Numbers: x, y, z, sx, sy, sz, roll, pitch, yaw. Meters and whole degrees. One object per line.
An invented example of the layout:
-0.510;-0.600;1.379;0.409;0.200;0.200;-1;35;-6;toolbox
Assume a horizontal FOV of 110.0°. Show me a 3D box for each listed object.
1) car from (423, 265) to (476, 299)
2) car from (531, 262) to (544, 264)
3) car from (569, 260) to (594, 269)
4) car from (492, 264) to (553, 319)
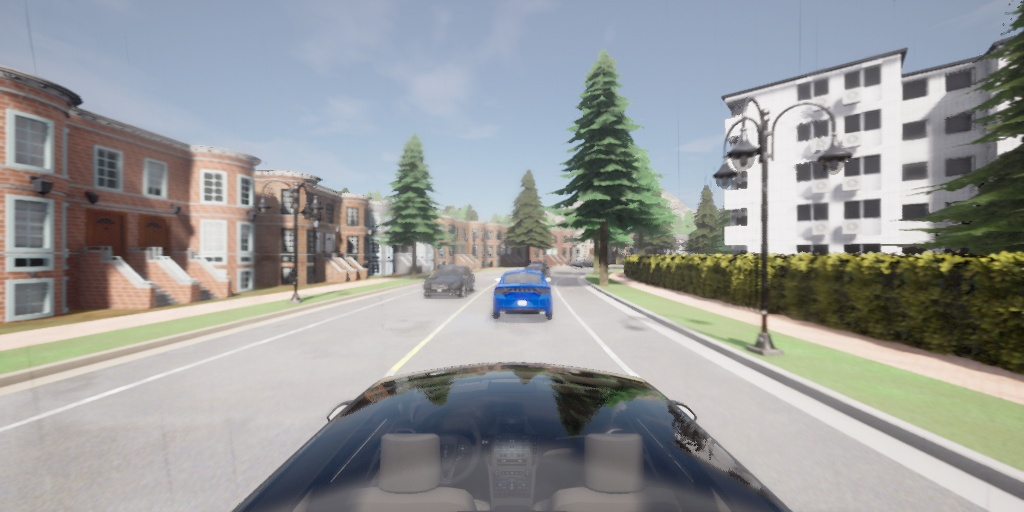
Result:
-2.998;1.234;18.038;1.837;1.490;4.892;0;0;4;car
2.430;1.273;32.693;2.033;1.411;5.357;0;0;13;car
11.123;1.266;56.522;2.033;1.411;5.357;0;0;43;car
0.403;1.218;12.864;1.882;1.535;5.008;0;0;2;car
